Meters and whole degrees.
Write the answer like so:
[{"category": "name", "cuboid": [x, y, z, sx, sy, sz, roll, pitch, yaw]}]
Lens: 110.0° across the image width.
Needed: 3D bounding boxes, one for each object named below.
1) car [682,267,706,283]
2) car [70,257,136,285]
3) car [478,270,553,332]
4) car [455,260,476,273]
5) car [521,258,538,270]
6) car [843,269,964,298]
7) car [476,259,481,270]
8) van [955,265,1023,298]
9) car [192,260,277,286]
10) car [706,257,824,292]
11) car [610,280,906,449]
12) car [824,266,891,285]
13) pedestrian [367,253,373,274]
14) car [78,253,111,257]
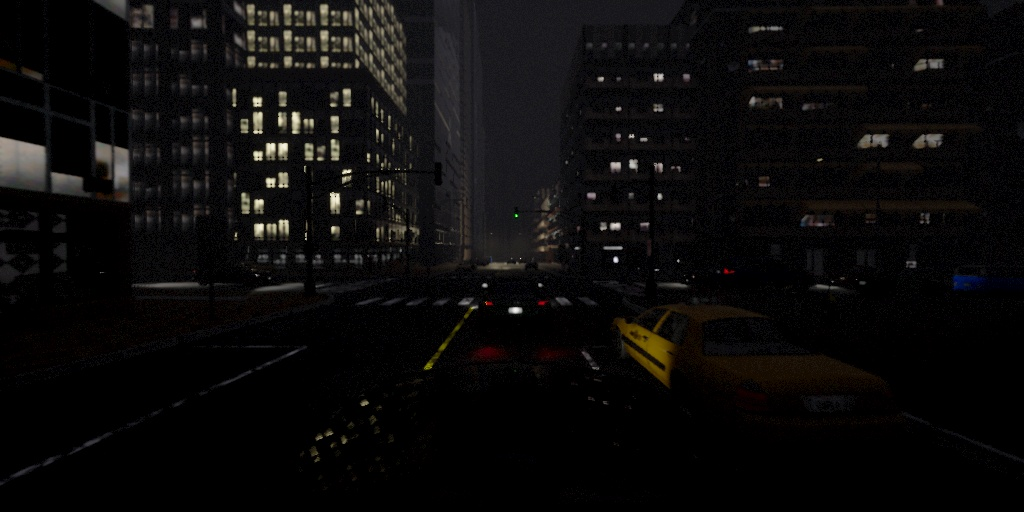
[{"category": "car", "cuboid": [15.321, 1.384, 25.888, 5.357, 1.411, 2.033, 0, 1, 1]}, {"category": "car", "cuboid": [-27.802, 1.014, 23.228, 4.902, 1.511, 2.128, 1, 1, 1]}, {"category": "car", "cuboid": [0.025, 1.302, 10.821, 1.994, 1.385, 4.181, 0, 0, -2]}, {"category": "car", "cuboid": [-5.749, 1.225, 43.090, 1.751, 1.417, 4.829, 0, 0, 0]}, {"category": "car", "cuboid": [2.623, 1.244, 48.926, 2.007, 1.370, 4.403, 0, 0, 0]}, {"category": "car", "cuboid": [21.692, 1.557, 20.028, 4.313, 1.339, 1.948, 0, 0, 1]}, {"category": "car", "cuboid": [-5.757, 1.259, 48.914, 1.948, 1.339, 4.313, 0, 0, 0]}, {"category": "van", "cuboid": [27.224, 1.378, 19.958, 3.998, 1.789, 1.690, 0, 0, 1]}, {"category": "car", "cuboid": [-17.887, 1.135, 23.097, 4.674, 1.442, 1.812, 1, 1, 2]}, {"category": "car", "cuboid": [15.884, 1.116, 22.821, 5.566, 2.045, 2.150, 1, 1, 3]}, {"category": "car", "cuboid": [2.816, 1.271, 5.487, 1.751, 1.417, 4.829, 0, 0, 0]}, {"category": "car", "cuboid": [25.670, 1.470, 25.759, 5.357, 1.411, 2.033, 0, 1, 1]}, {"category": "pedestrian", "cuboid": [-12.589, 0.642, 31.766, 0.375, 1.860, 0.375, 0, 1, 1]}, {"category": "car", "cuboid": [-33.651, 0.684, 29.105, 5.009, 1.841, 2.192, 0, 0, 1]}]
